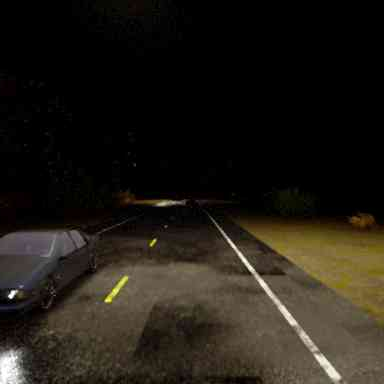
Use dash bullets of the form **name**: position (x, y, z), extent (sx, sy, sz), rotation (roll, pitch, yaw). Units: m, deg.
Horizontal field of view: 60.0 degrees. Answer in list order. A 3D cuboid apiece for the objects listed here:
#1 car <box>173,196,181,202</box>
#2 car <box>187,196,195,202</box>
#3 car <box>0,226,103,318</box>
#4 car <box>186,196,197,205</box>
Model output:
- **car**: position (-3.779, 1.777, 83.581), extent (1.994, 1.385, 4.181), rotation (0, 0, 0)
- **car**: position (-0.271, 1.721, 81.947), extent (1.837, 1.490, 4.892), rotation (0, 0, 0)
- **car**: position (-3.599, 1.569, 7.926), extent (2.033, 1.411, 5.357), rotation (0, 0, 0)
- **car**: position (-0.083, 1.737, 64.708), extent (1.994, 1.385, 4.181), rotation (0, 0, 0)
